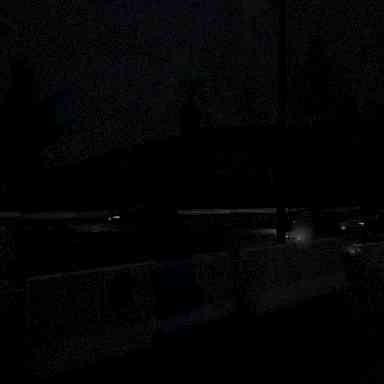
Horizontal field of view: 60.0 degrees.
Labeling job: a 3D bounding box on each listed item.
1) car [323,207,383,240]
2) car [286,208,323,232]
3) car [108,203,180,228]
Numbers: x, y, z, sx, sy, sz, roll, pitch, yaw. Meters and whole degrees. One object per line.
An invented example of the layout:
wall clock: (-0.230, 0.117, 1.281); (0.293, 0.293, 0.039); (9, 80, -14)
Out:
car: (9.853, 1.581, 18.111); (4.902, 1.511, 2.128); (1, 0, -29)
car: (7.981, 1.700, 21.075); (4.181, 1.385, 1.994); (1, 0, -29)
car: (-3.204, 1.542, 22.608); (4.892, 1.490, 1.837); (1, -1, -32)
